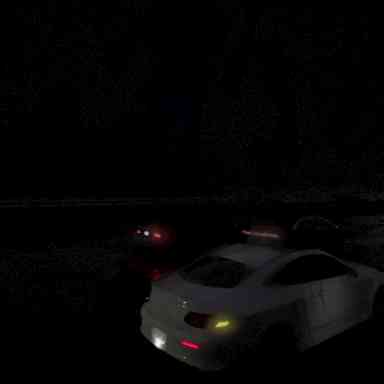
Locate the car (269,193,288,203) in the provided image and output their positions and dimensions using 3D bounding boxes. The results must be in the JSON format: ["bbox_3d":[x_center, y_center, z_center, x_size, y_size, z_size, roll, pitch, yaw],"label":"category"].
[{"bbox_3d":[16.690,1.170,63.759,2.150,2.045,5.566,1,1,36],"label":"car"}]

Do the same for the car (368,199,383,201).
[{"bbox_3d":[32.331,1.888,56.231,5.008,1.535,1.882,1,-1,-38],"label":"car"}]

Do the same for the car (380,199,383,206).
[{"bbox_3d":[39.795,2.126,66.534,5.008,1.535,1.882,2,-1,-38],"label":"car"}]

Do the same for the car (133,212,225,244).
[{"bbox_3d":[0.375,1.506,13.259,5.357,1.411,2.033,0,0,-38],"label":"car"}]

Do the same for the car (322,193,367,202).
[{"bbox_3d":[19.033,1.334,41.462,5.566,2.045,2.150,1,0,-38],"label":"car"}]

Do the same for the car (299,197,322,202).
[{"bbox_3d":[16.598,1.651,43.999,4.181,1.385,1.994,1,0,-38],"label":"car"}]

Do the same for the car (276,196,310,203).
[{"bbox_3d":[14.320,1.592,46.658,4.674,1.442,1.812,1,0,-38],"label":"car"}]

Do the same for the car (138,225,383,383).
[{"bbox_3d":[1.424,1.516,5.312,4.674,1.442,1.812,0,0,-38],"label":"car"}]

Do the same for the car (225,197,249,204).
[{"bbox_3d":[6.896,1.461,50.642,2.128,1.511,4.902,1,0,39],"label":"car"}]

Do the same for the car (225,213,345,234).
[{"bbox_3d":[3.735,1.473,11.444,4.902,1.511,2.128,0,0,-38],"label":"car"}]
